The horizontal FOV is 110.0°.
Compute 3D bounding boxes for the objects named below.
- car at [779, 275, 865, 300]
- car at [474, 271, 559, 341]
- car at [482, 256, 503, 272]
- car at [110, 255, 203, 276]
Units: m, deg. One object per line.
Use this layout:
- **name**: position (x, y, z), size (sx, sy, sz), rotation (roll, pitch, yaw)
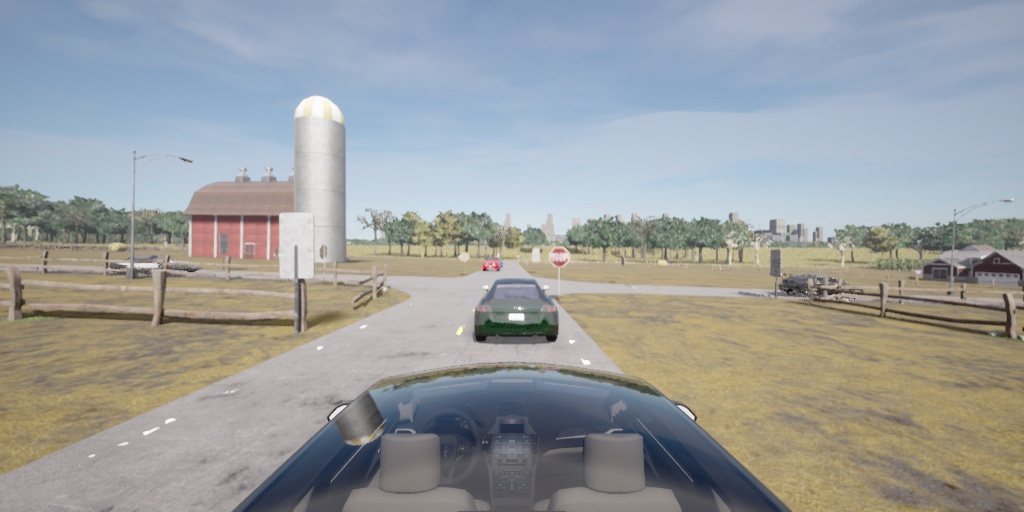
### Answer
- **car**: position (20.800, 2.029, 24.086), size (4.892, 1.490, 1.837), rotation (2, 1, 0)
- **car**: position (0.106, 1.279, 9.753), size (1.994, 1.385, 4.181), rotation (0, 0, 0)
- **car**: position (-2.761, 1.047, 48.691), size (2.150, 2.045, 5.566), rotation (0, -1, 1)
- **car**: position (-23.849, 0.568, 24.190), size (4.718, 1.301, 1.895), rotation (2, 1, 0)
